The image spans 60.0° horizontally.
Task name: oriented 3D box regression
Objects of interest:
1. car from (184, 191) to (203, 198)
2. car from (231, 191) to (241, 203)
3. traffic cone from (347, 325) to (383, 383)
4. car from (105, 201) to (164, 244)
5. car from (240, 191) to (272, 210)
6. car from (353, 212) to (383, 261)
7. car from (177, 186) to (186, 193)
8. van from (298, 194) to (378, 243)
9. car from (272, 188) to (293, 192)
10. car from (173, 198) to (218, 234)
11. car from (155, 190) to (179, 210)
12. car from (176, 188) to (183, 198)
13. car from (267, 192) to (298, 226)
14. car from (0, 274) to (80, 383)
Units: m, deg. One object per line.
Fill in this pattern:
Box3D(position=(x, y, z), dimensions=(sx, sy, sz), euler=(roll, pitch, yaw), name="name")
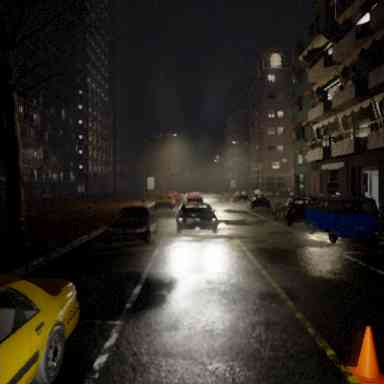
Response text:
Box3D(position=(0.281, 0.709, 38.210), dimensions=(1.895, 1.301, 4.718), euler=(0, 1, 0), name="car")
Box3D(position=(5.964, 0.593, 41.481), dimensions=(2.008, 1.369, 4.403), euler=(0, 1, 0), name="car")
Box3D(position=(2.069, 1.863, 3.901), dimensions=(0.340, 0.580, 0.340), euler=(0, 1, 0), name="traffic cone")
Box3D(position=(-2.365, 1.251, 13.811), dimensions=(1.802, 1.307, 4.206), euler=(0, 1, 0), name="car")
Box3D(position=(5.985, 0.847, 30.418), dimensions=(2.008, 1.369, 4.403), euler=(0, 1, 0), name="car")
Box3D(position=(6.026, 1.394, 8.295), dimensions=(1.802, 1.307, 4.206), euler=(0, 1, 0), name="car")
Box3D(position=(-2.478, -0.382, 73.840), dimensions=(2.192, 1.841, 5.009), euler=(0, 1, 0), name="car")
Box3D(position=(6.016, 1.024, 13.820), dimensions=(1.690, 1.788, 3.998), euler=(0, 1, 0), name="van")
Box3D(position=(16.664, -0.038, 60.898), dimensions=(4.403, 1.369, 2.008), euler=(-1, 2, -1), name="car")
Box3D(position=(0.225, 1.212, 16.467), dimensions=(1.895, 1.301, 4.718), euler=(0, 1, 0), name="car")
Box3D(position=(-2.395, 0.812, 30.232), dimensions=(1.752, 1.417, 4.829), euler=(0, 1, 0), name="car")
Box3D(position=(-2.416, 0.574, 41.465), dimensions=(1.887, 1.381, 4.507), euler=(0, 1, 0), name="car")
Box3D(position=(6.005, 0.994, 19.354), dimensions=(1.967, 1.590, 4.097), euler=(0, 1, 0), name="car")
Box3D(position=(-2.343, 1.457, 2.577), dimensions=(1.752, 1.417, 4.829), euler=(0, 1, 0), name="car")
